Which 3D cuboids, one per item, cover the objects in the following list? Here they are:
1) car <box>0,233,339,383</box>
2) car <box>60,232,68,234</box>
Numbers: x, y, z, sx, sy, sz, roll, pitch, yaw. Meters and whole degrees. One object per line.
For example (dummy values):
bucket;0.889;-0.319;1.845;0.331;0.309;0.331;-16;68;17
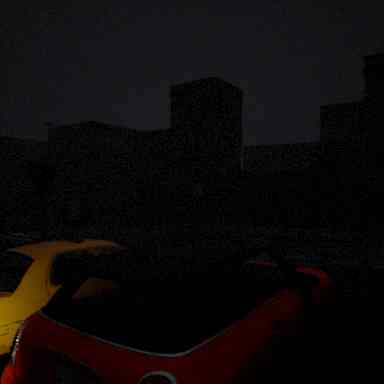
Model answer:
car;0.319;1.357;4.120;2.185;1.767;4.553;0;0;35
car;-1.939;1.493;5.980;1.946;1.575;5.366;0;0;35
